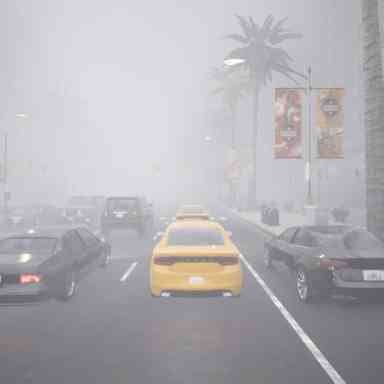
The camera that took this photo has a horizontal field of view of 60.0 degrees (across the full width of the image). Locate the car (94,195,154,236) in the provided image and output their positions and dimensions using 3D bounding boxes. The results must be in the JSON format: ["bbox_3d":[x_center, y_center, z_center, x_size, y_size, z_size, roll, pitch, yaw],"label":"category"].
[{"bbox_3d":[-3.462,1.221,18.544,2.150,2.045,5.566,0,0,0],"label":"car"}]

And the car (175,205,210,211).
[{"bbox_3d":[0.035,1.478,19.105,1.882,1.535,5.008,0,0,0],"label":"car"}]

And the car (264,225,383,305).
[{"bbox_3d":[3.166,1.513,8.186,2.161,1.482,4.786,0,0,-1],"label":"car"}]

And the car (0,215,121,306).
[{"bbox_3d":[-3.422,1.547,8.254,2.033,1.411,5.357,0,0,0],"label":"car"}]

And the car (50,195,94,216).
[{"bbox_3d":[-7.078,1.212,22.149,2.150,2.045,5.566,0,0,0],"label":"car"}]

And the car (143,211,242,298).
[{"bbox_3d":[0.072,1.478,8.597,1.882,1.535,5.008,0,0,0],"label":"car"}]

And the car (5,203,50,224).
[{"bbox_3d":[-10.577,1.504,22.442,2.128,1.511,4.902,0,0,0],"label":"car"}]
